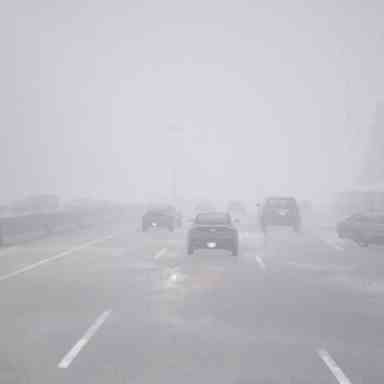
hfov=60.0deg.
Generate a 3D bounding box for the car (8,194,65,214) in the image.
[{"bbox_3d":[-16.871,1.259,36.496,2.150,2.045,5.566,0,0,13],"label":"car"}]

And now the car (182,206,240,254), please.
[{"bbox_3d":[0.895,1.537,13.629,1.837,1.490,4.892,0,0,5],"label":"car"}]

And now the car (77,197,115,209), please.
[{"bbox_3d":[-9.872,1.560,35.630,1.837,1.490,4.892,0,0,13],"label":"car"}]

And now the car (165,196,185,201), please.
[{"bbox_3d":[-3.349,1.696,74.895,2.033,1.411,5.357,0,0,26],"label":"car"}]

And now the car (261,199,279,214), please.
[{"bbox_3d":[8.916,1.583,37.891,1.882,1.535,5.008,0,0,15],"label":"car"}]

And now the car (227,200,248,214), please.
[{"bbox_3d":[4.946,1.598,36.548,1.837,1.490,4.892,0,0,14],"label":"car"}]

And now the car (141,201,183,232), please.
[{"bbox_3d":[-1.757,1.547,20.781,1.837,1.490,4.892,0,0,8],"label":"car"}]

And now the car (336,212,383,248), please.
[{"bbox_3d":[8.098,1.617,15.120,1.994,1.385,4.181,0,0,6],"label":"car"}]

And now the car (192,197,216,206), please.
[{"bbox_3d":[1.504,1.612,37.283,1.812,1.442,4.674,0,0,14],"label":"car"}]

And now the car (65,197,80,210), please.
[{"bbox_3d":[-12.840,1.406,38.244,2.097,1.767,4.553,0,0,14],"label":"car"}]

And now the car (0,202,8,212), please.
[{"bbox_3d":[-19.996,1.515,38.379,1.882,1.535,5.008,0,0,13],"label":"car"}]

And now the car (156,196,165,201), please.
[{"bbox_3d":[-6.446,1.654,76.540,1.837,1.490,4.892,0,0,26],"label":"car"}]

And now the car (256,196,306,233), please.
[{"bbox_3d":[5.248,1.280,20.574,2.150,2.045,5.566,0,0,8],"label":"car"}]

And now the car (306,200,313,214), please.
[{"bbox_3d":[12.230,1.616,36.746,1.837,1.490,4.892,0,0,15],"label":"car"}]
